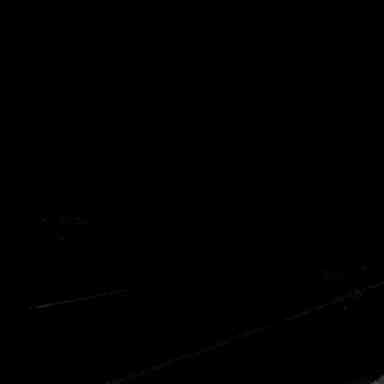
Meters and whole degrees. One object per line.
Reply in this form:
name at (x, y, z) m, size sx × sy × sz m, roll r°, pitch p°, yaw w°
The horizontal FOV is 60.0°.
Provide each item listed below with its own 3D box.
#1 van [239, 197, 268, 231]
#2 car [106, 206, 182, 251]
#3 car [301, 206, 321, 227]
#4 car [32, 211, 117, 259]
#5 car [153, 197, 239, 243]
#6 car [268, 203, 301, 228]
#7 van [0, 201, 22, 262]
van at (1.551, 1.243, 17.780) m, size 1.878 × 1.987 × 4.442 m, roll 0°, pitch 0°, yaw -38°
car at (-2.813, 1.515, 14.478) m, size 2.163 × 1.488 × 4.792 m, roll 0°, pitch 0°, yaw -37°
car at (5.823, 1.447, 21.267) m, size 2.231 × 1.521 × 4.892 m, roll 0°, pitch 0°, yaw -38°
car at (-4.913, 1.529, 12.919) m, size 2.002 × 1.452 × 4.674 m, roll 0°, pitch 0°, yaw -36°
car at (-0.696, 1.228, 16.197) m, size 2.435 × 2.045 × 5.566 m, roll 0°, pitch 0°, yaw -38°
car at (3.631, 1.332, 19.597) m, size 2.185 × 1.767 × 4.553 m, roll 0°, pitch 0°, yaw -38°
van at (-7.163, 1.266, 11.396) m, size 1.878 × 1.987 × 4.442 m, roll 0°, pitch 0°, yaw -36°
